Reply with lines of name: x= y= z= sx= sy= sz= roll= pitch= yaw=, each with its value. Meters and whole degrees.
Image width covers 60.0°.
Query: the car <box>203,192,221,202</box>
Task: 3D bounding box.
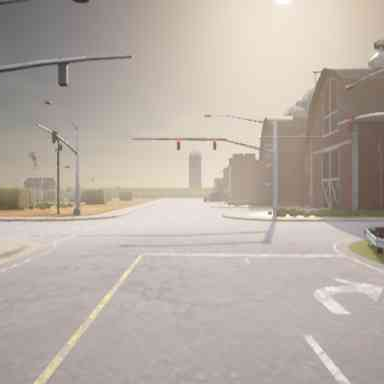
car: x=4.163 y=1.110 z=68.159 sx=1.905 sy=1.878 sz=3.866 roll=-8 pitch=3 yaw=-42
